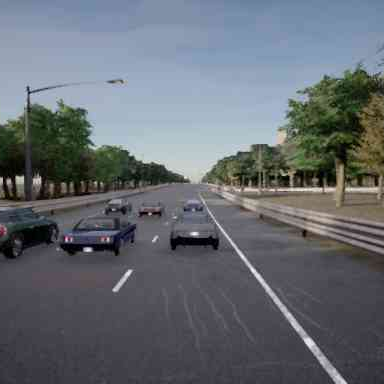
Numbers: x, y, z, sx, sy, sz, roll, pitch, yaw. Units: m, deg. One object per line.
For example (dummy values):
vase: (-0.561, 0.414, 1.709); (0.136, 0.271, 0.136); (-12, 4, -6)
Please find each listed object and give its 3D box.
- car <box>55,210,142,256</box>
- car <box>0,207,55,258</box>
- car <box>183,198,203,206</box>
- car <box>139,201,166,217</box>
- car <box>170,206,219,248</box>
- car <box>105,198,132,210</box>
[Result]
car: (-3.399, 1.588, 13.096); (1.895, 1.301, 4.718); (0, 0, 0)
car: (-6.900, 1.340, 12.771); (2.097, 1.767, 4.553); (0, 0, 0)
car: (0.101, 1.314, 31.414); (1.812, 1.442, 4.674); (0, 1, 0)
car: (-3.399, 1.434, 29.164); (1.895, 1.301, 4.718); (0, 1, 0)
car: (0.101, 1.547, 14.625); (1.994, 1.385, 4.181); (0, 0, 0)
car: (-6.898, 1.312, 31.494); (1.812, 1.442, 4.674); (0, 1, 0)
